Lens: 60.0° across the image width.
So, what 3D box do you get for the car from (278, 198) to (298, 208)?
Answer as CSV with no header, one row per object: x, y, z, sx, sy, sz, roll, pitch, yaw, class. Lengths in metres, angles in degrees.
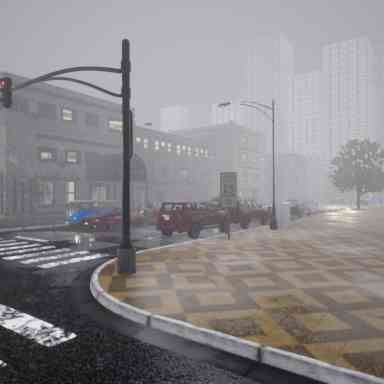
15.628,1.742,54.003,1.752,1.417,4.829,-1,-1,35,car

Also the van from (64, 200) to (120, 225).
-6.642,1.413,22.602,1.690,1.788,3.998,-1,0,35,van

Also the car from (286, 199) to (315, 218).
9.783,1.657,31.273,1.947,1.339,4.313,-1,-1,35,car

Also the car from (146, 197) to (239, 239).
0.195,1.349,17.757,2.192,1.841,5.009,-1,-1,35,car

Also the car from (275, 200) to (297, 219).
6.587,1.616,26.767,1.887,1.381,4.507,-1,-1,35,car

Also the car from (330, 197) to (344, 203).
34.899,1.915,81.179,2.008,1.369,4.403,-1,-1,35,car

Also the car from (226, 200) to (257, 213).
6.140,1.701,40.624,2.008,1.369,4.403,-1,-1,35,car

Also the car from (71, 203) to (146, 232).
-4.889,1.623,20.597,1.994,1.385,4.181,0,0,35,car

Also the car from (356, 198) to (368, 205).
32.151,1.801,62.815,2.008,1.369,4.403,-1,-1,35,car

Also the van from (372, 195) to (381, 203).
44.931,1.694,80.842,1.690,1.788,3.998,-1,-1,35,van

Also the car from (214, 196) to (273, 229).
3.390,1.367,22.263,2.192,1.841,5.009,-1,-1,35,car

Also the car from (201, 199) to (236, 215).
2.945,1.569,36.120,1.967,1.590,4.097,-1,-1,35,car

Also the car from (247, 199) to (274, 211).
9.336,1.722,45.130,2.008,1.369,4.403,-1,-1,35,car
